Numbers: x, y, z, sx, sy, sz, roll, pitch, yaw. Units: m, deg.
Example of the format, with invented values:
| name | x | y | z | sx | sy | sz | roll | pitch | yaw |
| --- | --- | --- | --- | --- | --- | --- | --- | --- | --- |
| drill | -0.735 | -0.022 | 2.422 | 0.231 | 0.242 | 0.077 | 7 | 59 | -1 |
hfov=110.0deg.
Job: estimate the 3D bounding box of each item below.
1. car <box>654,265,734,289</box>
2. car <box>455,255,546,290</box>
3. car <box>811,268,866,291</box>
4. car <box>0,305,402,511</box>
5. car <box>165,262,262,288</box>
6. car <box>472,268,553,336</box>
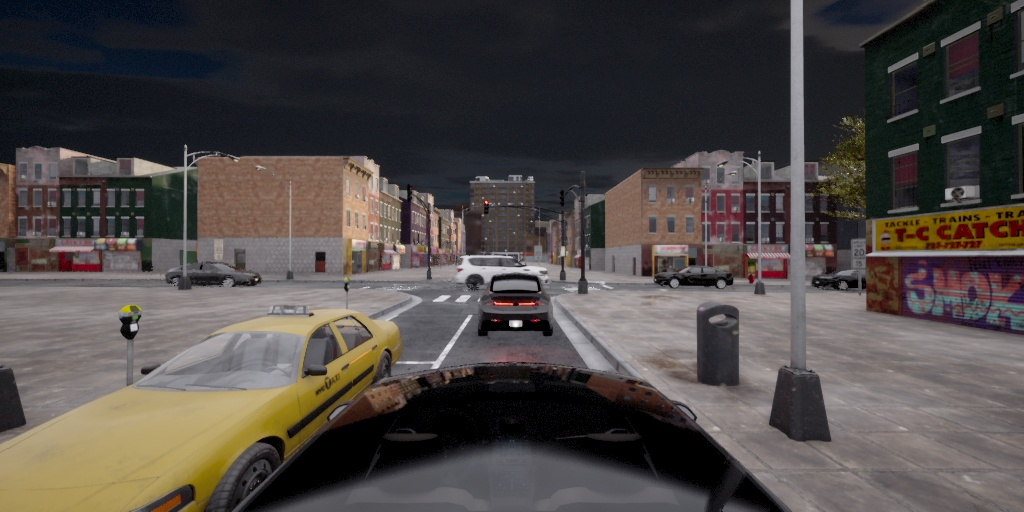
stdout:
| name | x | y | z | sx | sy | sz | roll | pitch | yaw |
| --- | --- | --- | --- | --- | --- | --- | --- | --- | --- |
| car | 12.255 | 1.393 | 24.366 | 5.008 | 1.535 | 1.882 | 1 | 0 | 0 |
| car | -0.560 | 0.987 | 21.330 | 5.566 | 2.045 | 2.150 | 0 | 0 | 0 |
| car | 23.291 | 1.562 | 24.435 | 5.008 | 1.535 | 1.882 | 1 | 0 | -1 |
| car | -2.641 | 1.276 | 3.998 | 1.751 | 1.417 | 4.829 | 0 | 0 | 0 |
| car | -17.560 | 1.138 | 21.221 | 4.892 | 1.490 | 1.837 | 0 | 0 | 0 |
| car | 0.084 | 1.257 | 10.381 | 1.837 | 1.490 | 4.892 | 0 | 0 | 0 |
